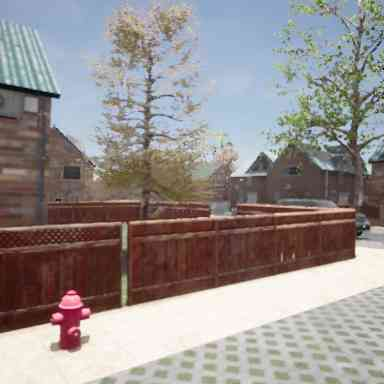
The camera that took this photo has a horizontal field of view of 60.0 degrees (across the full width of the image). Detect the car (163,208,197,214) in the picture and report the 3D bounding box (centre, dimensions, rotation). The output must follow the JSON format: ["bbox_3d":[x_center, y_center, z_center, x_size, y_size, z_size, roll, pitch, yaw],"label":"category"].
[{"bbox_3d":[-1.419,1.975,31.334,1.895,1.301,4.718,2,-2,-35],"label":"car"}]

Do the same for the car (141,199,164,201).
[{"bbox_3d":[-5.366,1.816,42.200,2.150,2.045,5.566,2,-2,-35],"label":"car"}]

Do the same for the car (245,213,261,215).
[{"bbox_3d":[6.069,1.842,25.727,1.882,1.535,5.008,2,-2,-35],"label":"car"}]

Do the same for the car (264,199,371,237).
[{"bbox_3d":[7.122,1.434,19.054,2.150,2.045,5.566,2,-2,-35],"label":"car"}]
